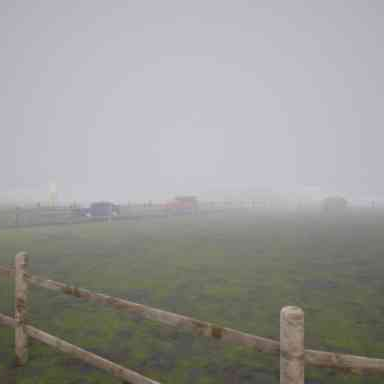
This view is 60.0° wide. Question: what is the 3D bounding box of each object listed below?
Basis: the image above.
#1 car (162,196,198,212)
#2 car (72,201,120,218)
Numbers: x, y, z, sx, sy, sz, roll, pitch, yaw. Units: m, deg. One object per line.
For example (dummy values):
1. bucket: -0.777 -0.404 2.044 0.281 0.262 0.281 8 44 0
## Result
1. car: -1.404 1.525 42.840 2.150 2.045 5.566 0 -1 36
2. car: -9.245 1.659 32.090 1.882 1.535 5.008 0 0 36
